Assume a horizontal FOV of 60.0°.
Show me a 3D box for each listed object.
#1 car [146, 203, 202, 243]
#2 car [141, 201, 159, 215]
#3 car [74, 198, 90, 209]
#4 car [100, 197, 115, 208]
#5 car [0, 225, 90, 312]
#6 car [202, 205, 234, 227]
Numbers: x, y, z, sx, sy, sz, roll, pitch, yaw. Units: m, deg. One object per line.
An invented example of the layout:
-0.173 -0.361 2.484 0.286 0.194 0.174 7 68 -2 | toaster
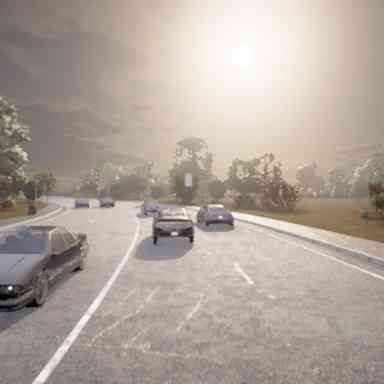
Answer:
-1.001 1.511 16.187 2.128 1.511 4.902 0 0 -6 | car
-4.229 1.592 34.437 2.033 1.411 5.357 0 0 -14 | car
-15.343 1.544 46.521 1.882 1.535 5.008 0 0 -19 | car
-12.438 1.546 48.798 1.882 1.535 5.008 0 0 -20 | car
-3.936 1.565 8.137 2.033 1.411 5.357 0 0 -3 | car
1.531 1.588 23.327 1.994 1.385 4.181 0 0 -9 | car
